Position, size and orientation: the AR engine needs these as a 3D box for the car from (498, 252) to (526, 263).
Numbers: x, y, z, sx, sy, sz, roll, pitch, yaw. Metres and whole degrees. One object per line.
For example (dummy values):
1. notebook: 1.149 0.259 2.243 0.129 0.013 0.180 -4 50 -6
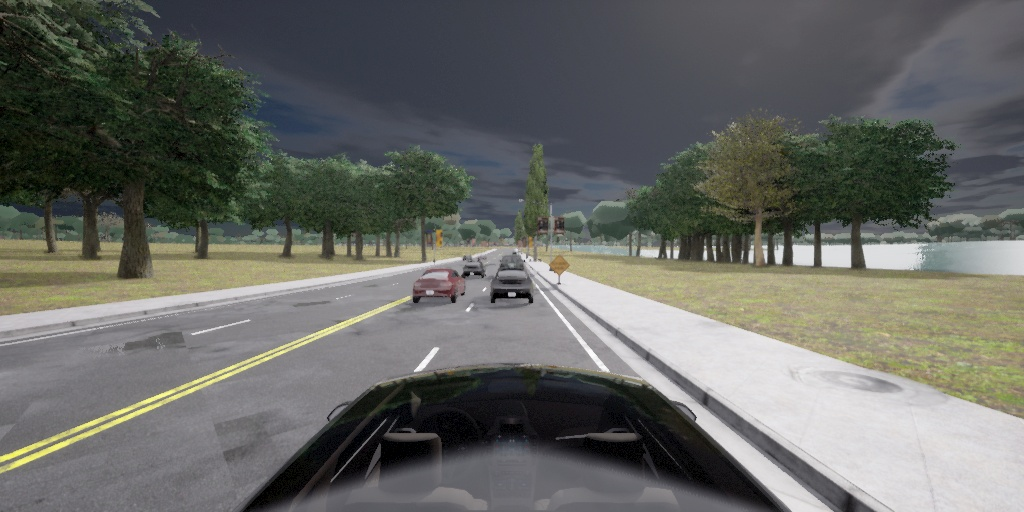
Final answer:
1. car: 0.000 0.908 31.521 2.150 2.045 5.566 0 1 0

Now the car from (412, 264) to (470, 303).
1. car: -3.250 1.275 16.501 1.812 1.442 4.674 0 0 0

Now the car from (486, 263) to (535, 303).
1. car: 0.000 1.258 16.500 1.837 1.490 4.892 0 0 0

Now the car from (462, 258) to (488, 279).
1. car: -3.250 1.167 31.494 1.837 1.490 4.892 0 1 0

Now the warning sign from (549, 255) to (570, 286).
1. warning sign: 2.850 0.846 21.651 1.300 1.860 1.060 0 0 0
